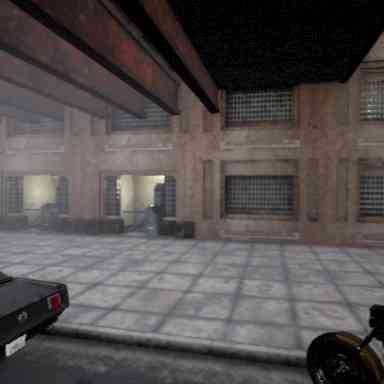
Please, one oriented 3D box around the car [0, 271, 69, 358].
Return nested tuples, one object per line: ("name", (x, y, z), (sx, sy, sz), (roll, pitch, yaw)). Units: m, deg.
("car", (-4.239, 1.509, 4.445), (4.718, 1.301, 1.895), (0, 1, 13))
